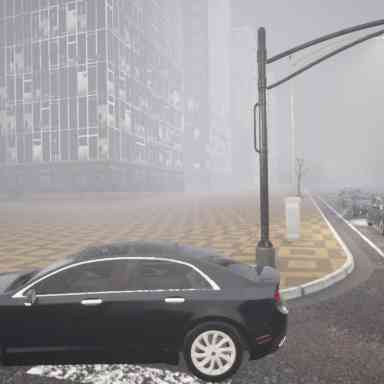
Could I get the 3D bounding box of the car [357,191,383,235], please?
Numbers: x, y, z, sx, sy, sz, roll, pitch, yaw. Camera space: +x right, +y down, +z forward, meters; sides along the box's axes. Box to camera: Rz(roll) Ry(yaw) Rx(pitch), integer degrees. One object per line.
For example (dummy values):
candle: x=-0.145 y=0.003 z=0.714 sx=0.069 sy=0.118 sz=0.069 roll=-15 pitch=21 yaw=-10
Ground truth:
car: x=8.902 y=0.928 z=14.476 sx=2.128 sy=1.511 sz=4.902 roll=-1 pitch=2 yaw=18

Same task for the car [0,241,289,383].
car: x=-1.142 y=1.505 z=4.792 sx=4.892 sy=1.490 sz=1.837 roll=0 pitch=0 yaw=0

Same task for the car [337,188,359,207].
car: x=12.886 y=0.454 z=26.854 sx=2.128 sy=1.511 sz=4.902 roll=-1 pitch=2 yaw=18

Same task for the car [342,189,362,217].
car: x=10.921 y=0.759 z=20.780 sx=1.994 sy=1.385 sz=4.181 roll=-1 pitch=2 yaw=17
